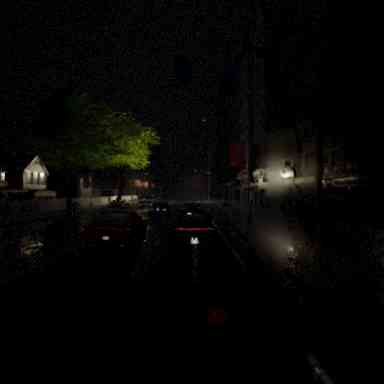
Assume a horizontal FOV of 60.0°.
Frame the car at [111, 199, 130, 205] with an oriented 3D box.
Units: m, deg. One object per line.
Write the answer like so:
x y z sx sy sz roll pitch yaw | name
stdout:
-9.845 1.720 45.818 2.033 1.411 5.357 0 0 0 | car

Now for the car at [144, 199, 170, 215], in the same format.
-3.153 1.681 33.200 2.033 1.411 5.357 0 0 0 | car

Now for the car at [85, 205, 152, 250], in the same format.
-3.151 1.542 14.633 1.882 1.535 5.008 0 0 0 | car

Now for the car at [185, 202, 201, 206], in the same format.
0.098 1.747 37.065 1.895 1.301 4.718 0 0 0 | car

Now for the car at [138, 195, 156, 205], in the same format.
-6.577 1.407 49.391 2.150 2.045 5.566 0 0 0 | car

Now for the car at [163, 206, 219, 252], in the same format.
0.099 1.554 14.210 2.128 1.511 4.902 0 0 0 | car
